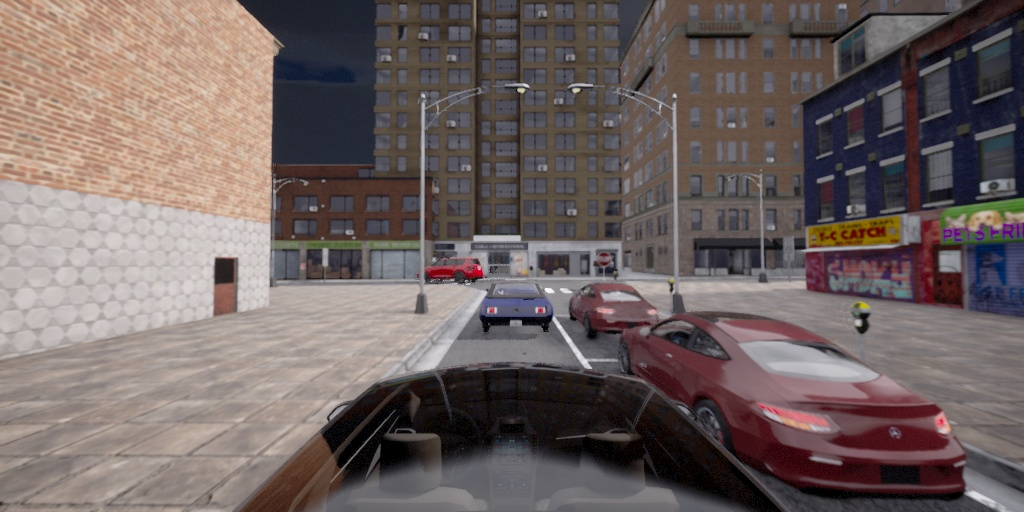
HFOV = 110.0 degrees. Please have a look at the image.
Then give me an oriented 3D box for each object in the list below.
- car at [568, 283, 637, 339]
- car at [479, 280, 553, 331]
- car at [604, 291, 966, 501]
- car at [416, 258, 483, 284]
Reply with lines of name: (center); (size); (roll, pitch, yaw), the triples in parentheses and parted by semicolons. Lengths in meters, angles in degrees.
car: (2.637, 1.382, 9.953); (1.802, 1.307, 4.207); (0, 0, 0)
car: (0.102, 1.409, 11.212); (1.895, 1.301, 4.718); (0, 0, 0)
car: (2.638, 1.349, 4.514); (1.802, 1.307, 4.207); (0, 0, 0)
car: (-5.125, 1.211, 29.302); (5.566, 2.045, 2.150); (-1, -4, 21)
